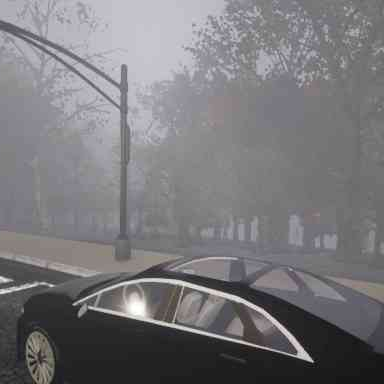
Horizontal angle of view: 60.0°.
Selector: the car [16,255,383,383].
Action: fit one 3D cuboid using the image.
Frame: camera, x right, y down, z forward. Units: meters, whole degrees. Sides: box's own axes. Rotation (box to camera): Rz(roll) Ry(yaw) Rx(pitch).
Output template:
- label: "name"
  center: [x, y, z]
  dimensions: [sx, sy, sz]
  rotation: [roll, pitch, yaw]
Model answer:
- label: "car"
  center: [0.002, 1.491, 3.699]
  dimensions: [4.902, 1.511, 2.128]
  rotation: [0, 0, 34]
